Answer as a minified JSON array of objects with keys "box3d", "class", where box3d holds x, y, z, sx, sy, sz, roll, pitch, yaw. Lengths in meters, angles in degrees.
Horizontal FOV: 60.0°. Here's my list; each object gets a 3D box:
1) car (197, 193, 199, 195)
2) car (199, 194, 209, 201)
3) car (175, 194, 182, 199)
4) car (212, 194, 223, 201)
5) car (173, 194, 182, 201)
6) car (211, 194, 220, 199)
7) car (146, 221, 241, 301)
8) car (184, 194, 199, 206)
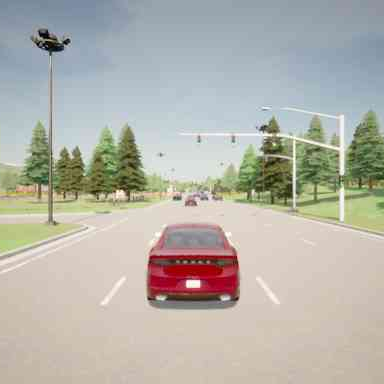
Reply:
[{"box3d":[3.154,1.339,94.025,2.128,1.511,4.902,0,0,0],"class":"car"},{"box3d":[3.191,1.500,84.022,1.812,1.442,4.674,0,0,0],"class":"car"},{"box3d":[-3.846,1.291,93.999,1.882,1.535,5.008,0,0,0],"class":"car"},{"box3d":[6.693,1.500,83.618,2.128,1.511,4.902,0,0,0],"class":"car"},{"box3d":[-3.807,1.453,83.579,1.882,1.535,5.008,0,0,0],"class":"car"},{"box3d":[6.654,1.353,94.038,2.033,1.411,5.357,0,0,0],"class":"car"},{"box3d":[0.032,1.476,8.377,1.882,1.535,5.008,0,0,0],"class":"car"},{"box3d":[-0.194,1.515,52.979,1.812,1.442,4.674,0,0,0],"class":"car"}]
